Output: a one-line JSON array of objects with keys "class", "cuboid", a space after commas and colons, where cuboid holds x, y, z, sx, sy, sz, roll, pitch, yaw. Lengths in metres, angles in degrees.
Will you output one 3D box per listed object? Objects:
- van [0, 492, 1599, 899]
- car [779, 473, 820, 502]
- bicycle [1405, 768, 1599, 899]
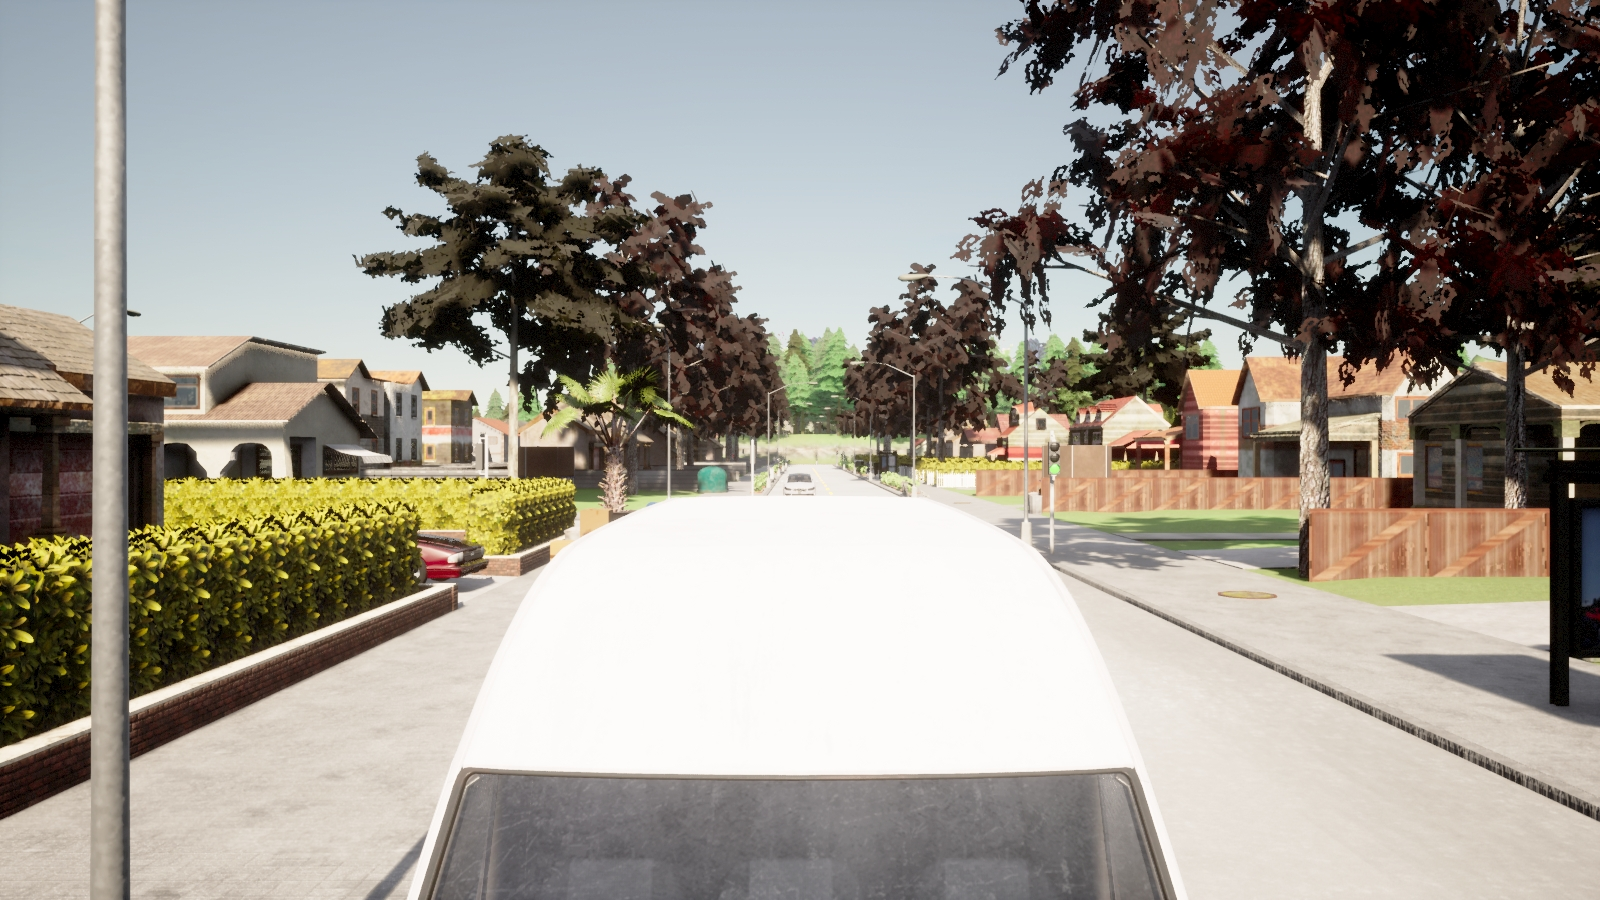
[{"class": "van", "cuboid": [0.002, 1.537, 4.030, 1.988, 2.561, 5.915, 0, 0, 0]}, {"class": "car", "cuboid": [-0.024, 2.087, 64.511, 2.231, 1.480, 4.892, 0, 0, 0]}, {"class": "bicycle", "cuboid": [2.687, 2.062, 3.843, 0.329, 1.471, 1.835, 0, 0, 0]}]
